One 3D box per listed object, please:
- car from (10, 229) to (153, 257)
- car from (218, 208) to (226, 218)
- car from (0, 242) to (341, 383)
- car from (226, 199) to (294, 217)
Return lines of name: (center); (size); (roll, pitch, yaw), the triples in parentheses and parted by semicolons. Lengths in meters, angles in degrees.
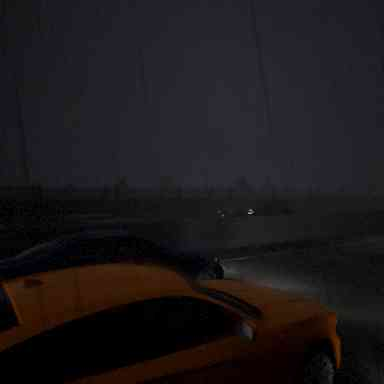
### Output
car: (-1.497, 1.503, 6.765); (4.674, 1.442, 1.812); (0, 0, -34)
car: (4.723, 1.475, 27.479); (5.357, 1.411, 2.033); (0, 0, -31)
car: (-0.603, 1.467, 3.145); (5.008, 1.535, 1.882); (0, 0, -35)
car: (5.065, 1.290, 23.589); (4.553, 1.767, 2.097); (0, 0, -32)
